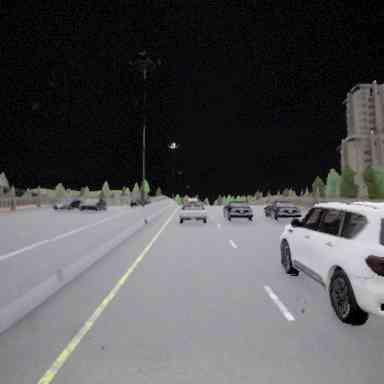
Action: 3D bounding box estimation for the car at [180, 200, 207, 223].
[{"bbox_3d":[0.089,1.523,24.669,1.895,1.301,4.718,0,0,0],"label":"car"}]

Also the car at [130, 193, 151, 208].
[{"bbox_3d":[-7.078,1.079,45.994,2.150,2.045,5.566,0,-1,1],"label":"car"}]

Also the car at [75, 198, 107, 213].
[{"bbox_3d":[-10.609,1.355,35.996,1.882,1.535,5.008,0,0,0],"label":"car"}]

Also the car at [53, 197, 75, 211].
[{"bbox_3d":[-14.106,1.361,37.883,2.128,1.511,4.902,0,0,0],"label":"car"}]

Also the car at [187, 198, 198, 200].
[{"bbox_3d":[0.083,1.387,40.060,1.812,1.442,4.674,0,0,0],"label":"car"}]

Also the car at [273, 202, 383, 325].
[{"bbox_3d":[3.597,1.214,7.234,2.150,2.045,5.566,0,0,0],"label":"car"}]

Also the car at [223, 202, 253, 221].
[{"bbox_3d":[3.588,1.462,26.477,2.033,1.411,5.357,0,0,0],"label":"car"}]

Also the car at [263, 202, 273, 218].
[{"bbox_3d":[7.088,1.462,26.455,2.033,1.411,5.357,0,0,0],"label":"car"}]
